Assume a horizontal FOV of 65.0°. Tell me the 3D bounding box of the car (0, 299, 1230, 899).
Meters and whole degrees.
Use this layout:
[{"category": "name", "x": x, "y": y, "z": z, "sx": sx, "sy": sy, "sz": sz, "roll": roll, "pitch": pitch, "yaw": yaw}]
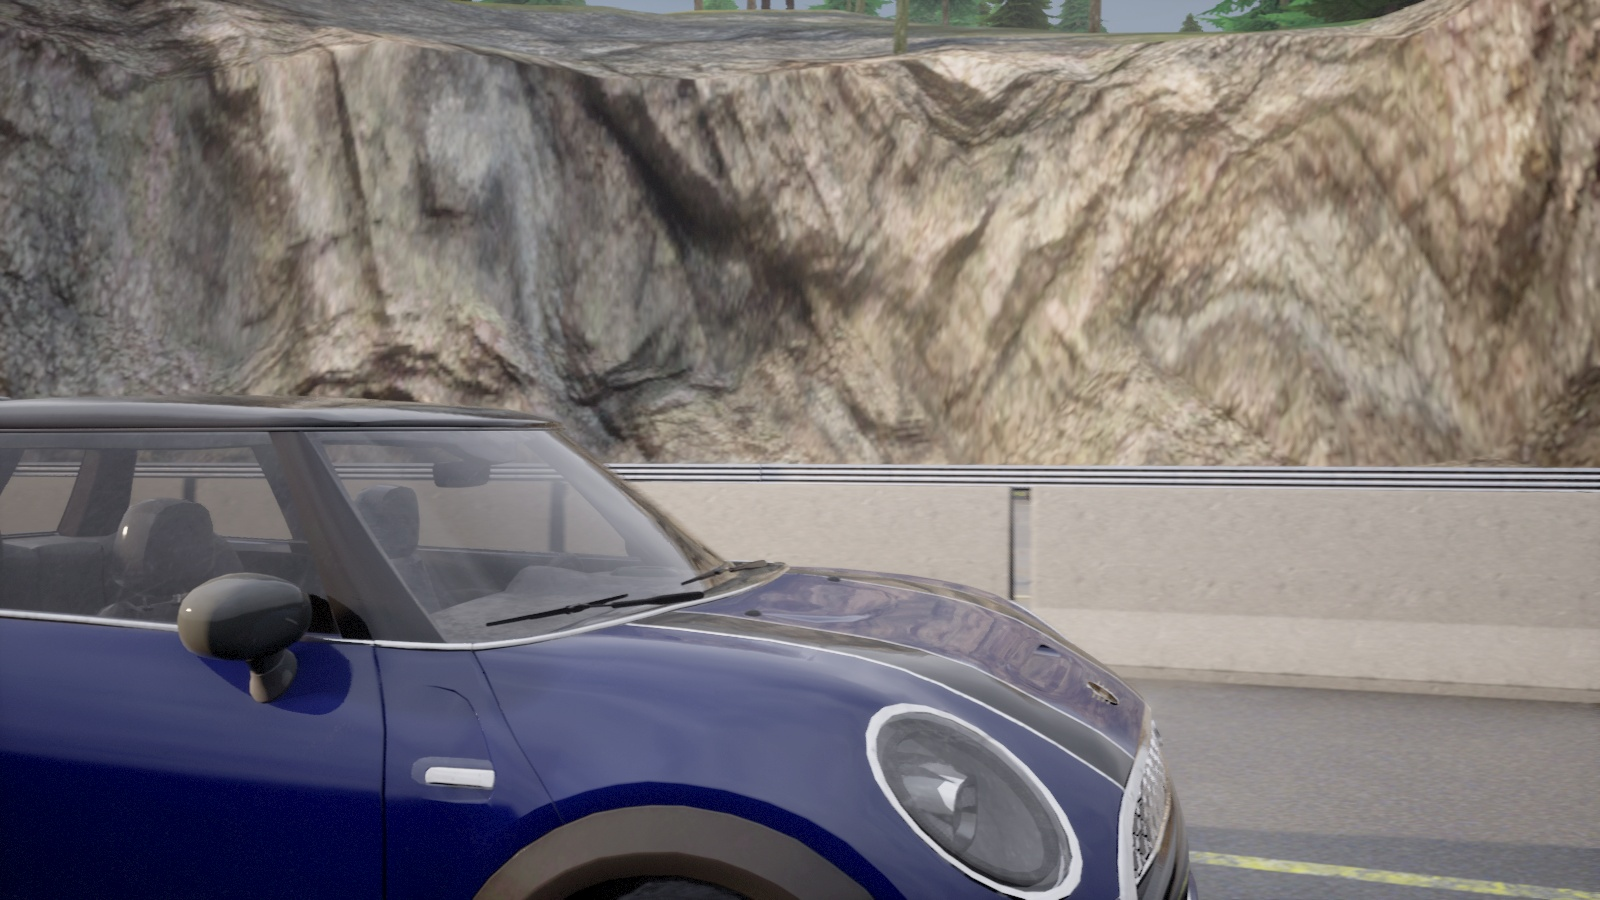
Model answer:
[{"category": "car", "x": -1.210, "y": 0.622, "z": 3.594, "sx": 4.553, "sy": 1.767, "sz": 2.097, "roll": 1, "pitch": 1, "yaw": 18}]
